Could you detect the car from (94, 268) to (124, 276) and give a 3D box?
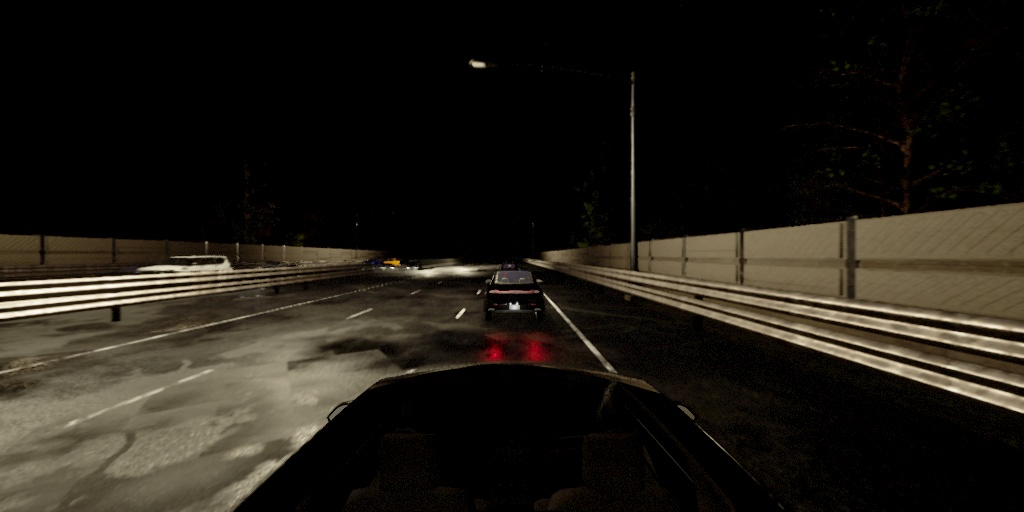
[{"bbox_3d":[-24.815,1.306,24.141,2.033,1.411,5.357,0,0,1],"label":"car"}]

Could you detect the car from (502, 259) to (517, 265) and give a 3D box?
[{"bbox_3d":[-0.315,1.193,44.622,2.033,1.649,4.856,0,0,-1],"label":"car"}]

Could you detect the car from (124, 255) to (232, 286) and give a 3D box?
[{"bbox_3d":[-21.326,0.979,23.626,2.150,2.045,5.566,0,0,1],"label":"car"}]

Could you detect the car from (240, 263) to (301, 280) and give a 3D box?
[{"bbox_3d":[-17.807,1.249,26.707,2.128,1.511,4.902,0,0,0],"label":"car"}]

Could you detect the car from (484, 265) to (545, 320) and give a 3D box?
[{"bbox_3d":[0.064,1.244,12.621,2.128,1.511,4.902,0,0,0],"label":"car"}]
